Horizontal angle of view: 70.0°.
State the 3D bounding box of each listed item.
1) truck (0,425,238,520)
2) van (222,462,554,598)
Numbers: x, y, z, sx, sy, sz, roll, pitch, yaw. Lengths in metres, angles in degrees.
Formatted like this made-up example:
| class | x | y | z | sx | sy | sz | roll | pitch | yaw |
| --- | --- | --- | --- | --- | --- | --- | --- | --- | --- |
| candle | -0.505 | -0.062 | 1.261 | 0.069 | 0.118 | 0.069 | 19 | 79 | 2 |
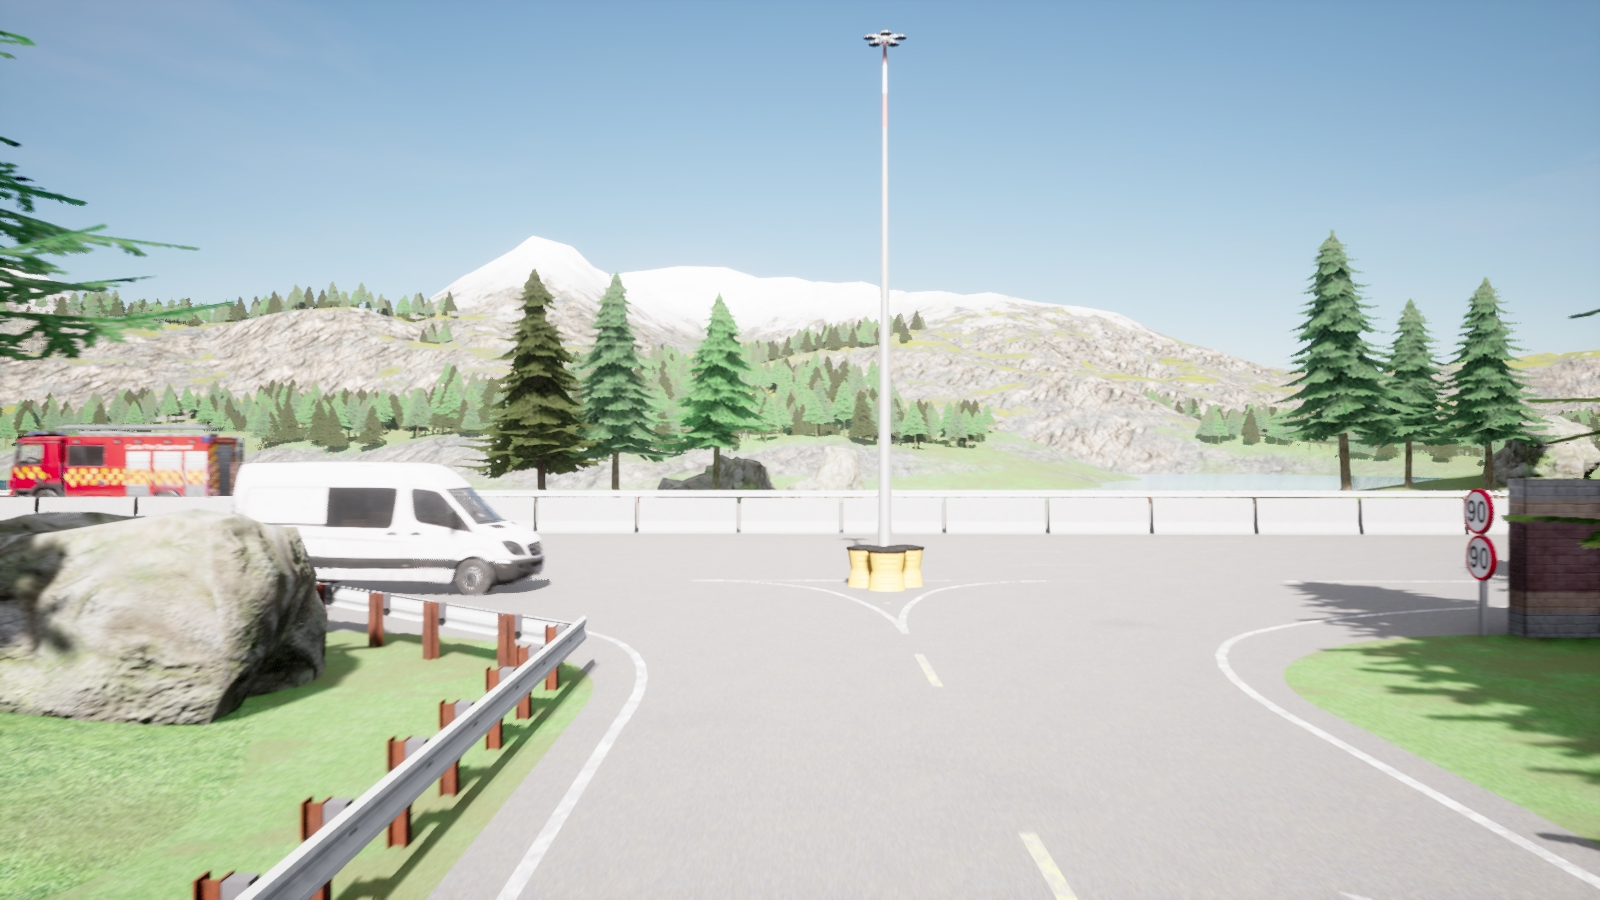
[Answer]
| class | x | y | z | sx | sy | sz | roll | pitch | yaw |
| --- | --- | --- | --- | --- | --- | --- | --- | --- | --- |
| truck | -28.305 | 0.888 | 47.504 | 8.468 | 3.827 | 2.891 | 0 | 0 | 1 |
| van | -8.110 | 1.533 | 22.852 | 5.915 | 2.561 | 1.988 | 0 | 0 | 2 |
